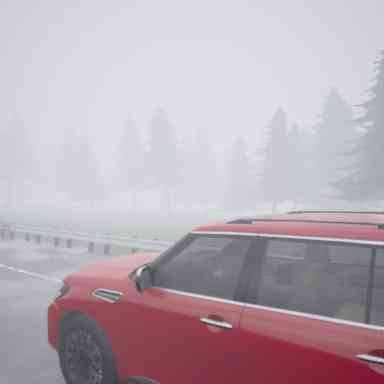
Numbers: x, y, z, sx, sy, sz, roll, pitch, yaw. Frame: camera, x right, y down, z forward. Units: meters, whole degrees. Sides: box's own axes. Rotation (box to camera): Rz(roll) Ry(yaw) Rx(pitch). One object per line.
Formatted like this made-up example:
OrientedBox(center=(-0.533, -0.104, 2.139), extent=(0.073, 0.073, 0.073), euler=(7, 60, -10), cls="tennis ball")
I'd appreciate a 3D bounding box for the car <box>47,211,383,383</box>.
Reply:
OrientedBox(center=(0.874, 1.222, 3.369), extent=(5.566, 2.045, 2.150), euler=(0, 0, 35), cls="car")
